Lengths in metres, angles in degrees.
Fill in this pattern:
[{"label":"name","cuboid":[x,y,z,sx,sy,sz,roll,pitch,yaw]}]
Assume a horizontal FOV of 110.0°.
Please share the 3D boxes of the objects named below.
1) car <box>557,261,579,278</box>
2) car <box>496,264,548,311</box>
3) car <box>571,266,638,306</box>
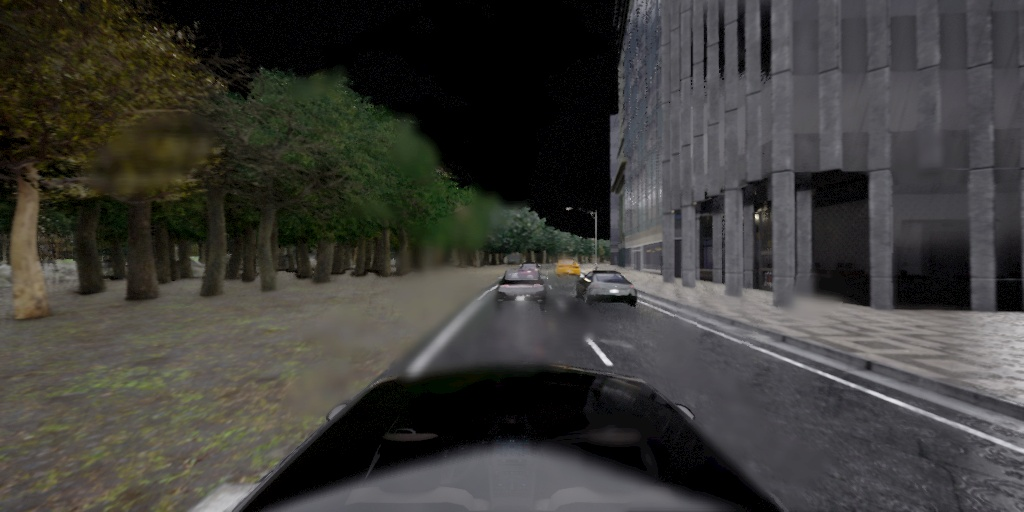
[{"label":"car","cuboid":[5.256,1.173,33.533,1.882,1.535,5.008,0,0,6]},{"label":"car","cuboid":[0.422,1.233,14.404,2.128,1.511,4.902,0,0,2]},{"label":"car","cuboid":[3.985,1.306,15.680,1.994,1.385,4.181,0,0,3]}]
